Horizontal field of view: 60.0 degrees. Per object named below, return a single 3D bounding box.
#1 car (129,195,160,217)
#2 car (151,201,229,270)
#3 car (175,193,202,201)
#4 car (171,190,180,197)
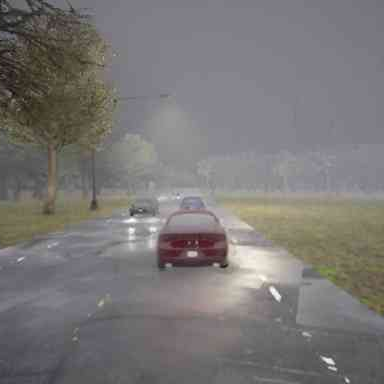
[{"bbox_3d":[-3.530,0.998,25.384,1.837,1.490,4.892,0,1,0],"label":"car"},{"bbox_3d":[0.031,1.277,10.379,1.882,1.535,5.008,-1,1,1],"label":"car"},{"bbox_3d":[0.011,1.064,24.337,2.033,1.411,5.357,0,1,0],"label":"car"},{"bbox_3d":[-3.603,0.275,74.313,2.128,1.511,4.902,0,0,0],"label":"car"}]
